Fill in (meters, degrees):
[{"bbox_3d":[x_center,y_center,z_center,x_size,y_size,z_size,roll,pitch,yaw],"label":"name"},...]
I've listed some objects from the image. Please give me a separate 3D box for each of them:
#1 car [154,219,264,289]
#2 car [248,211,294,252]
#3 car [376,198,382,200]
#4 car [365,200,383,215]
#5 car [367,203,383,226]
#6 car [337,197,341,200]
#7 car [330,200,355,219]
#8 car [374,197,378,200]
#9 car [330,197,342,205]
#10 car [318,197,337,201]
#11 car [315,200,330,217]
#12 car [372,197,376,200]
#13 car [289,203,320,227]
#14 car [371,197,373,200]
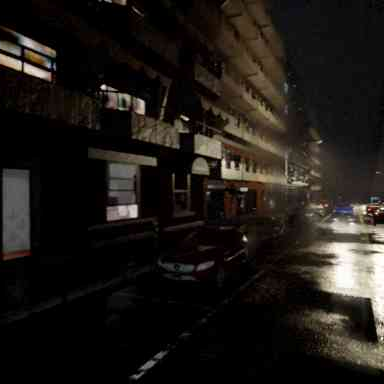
[{"bbox_3d":[0.564,1.661,9.452,1.802,1.307,4.206,-1,-1,26],"label":"car"},{"bbox_3d":[3.020,1.707,14.487,1.802,1.307,4.206,-1,-1,26],"label":"car"},{"bbox_3d":[32.648,2.093,56.096,1.947,1.339,4.313,-1,-1,26],"label":"car"},{"bbox_3d":[21.033,1.956,38.238,1.895,1.301,4.718,0,-1,26],"label":"car"},{"bbox_3d":[14.503,1.797,24.855,1.994,1.385,4.181,0,0,26],"label":"car"},{"bbox_3d":[30.043,2.185,69.866,2.008,1.369,4.403,-1,-1,26],"label":"car"},{"bbox_3d":[15.250,1.830,33.499,1.812,1.442,4.674,0,-1,27],"label":"car"},{"bbox_3d":[35.105,2.124,61.132,2.008,1.369,4.403,-1,-1,26],"label":"car"},{"bbox_3d":[32.497,1.997,74.904,2.192,1.841,5.009,-1,-1,26],"label":"car"},{"bbox_3d":[17.757,1.717,44.697,2.192,1.841,5.009,-1,-1,26],"label":"car"},{"bbox_3d":[12.847,1.860,34.625,2.008,1.369,4.403,-1,-1,26],"label":"car"},{"bbox_3d":[37.636,2.147,66.319,1.752,1.417,4.829,-1,-1,26],"label":"car"},{"bbox_3d":[7.934,1.768,24.556,2.008,1.369,4.403,-1,-1,26],"label":"car"},{"bbox_3d":[42.474,2.154,76.236,1.967,1.590,4.097,-1,-1,26],"label":"car"}]
